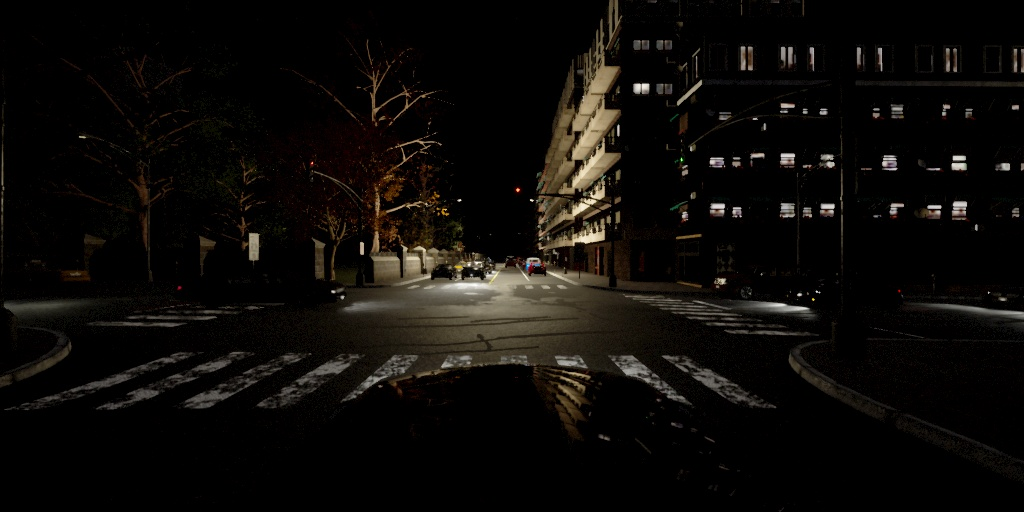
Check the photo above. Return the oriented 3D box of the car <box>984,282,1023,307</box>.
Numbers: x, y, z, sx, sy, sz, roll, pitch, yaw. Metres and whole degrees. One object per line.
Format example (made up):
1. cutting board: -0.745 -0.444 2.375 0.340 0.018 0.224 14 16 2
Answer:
1. car: 24.950 1.764 16.555 4.674 1.442 1.812 1 0 -1

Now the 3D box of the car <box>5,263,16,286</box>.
1. car: -21.971 0.600 12.682 5.566 2.045 2.150 2 0 -1

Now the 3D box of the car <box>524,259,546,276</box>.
1. car: 2.527 1.314 36.893 1.888 1.381 4.507 0 0 0

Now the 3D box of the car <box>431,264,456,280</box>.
1. car: -5.827 1.330 31.223 1.948 1.339 4.313 0 0 0

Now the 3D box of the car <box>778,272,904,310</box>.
1. car: 15.113 1.624 16.410 4.181 1.385 1.994 1 0 -1

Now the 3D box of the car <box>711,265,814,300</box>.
1. car: 13.371 1.353 18.973 5.009 1.841 2.192 0 0 -1

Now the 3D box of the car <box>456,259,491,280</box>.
1. car: -3.230 1.255 31.052 2.128 1.511 4.902 0 0 0

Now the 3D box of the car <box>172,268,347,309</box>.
1. car: -9.271 1.168 13.579 5.357 1.411 2.033 1 0 -11

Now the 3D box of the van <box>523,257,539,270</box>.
1. van: 2.500 1.115 42.523 1.690 1.789 3.998 0 0 0

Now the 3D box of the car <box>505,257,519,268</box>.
1. car: -0.183 1.328 61.737 1.812 1.442 4.674 0 0 0

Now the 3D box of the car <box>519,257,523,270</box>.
1. car: 2.447 1.229 53.783 1.967 1.591 4.097 0 0 0

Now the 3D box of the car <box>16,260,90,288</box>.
1. car: -24.819 0.882 18.428 4.829 1.417 1.751 0 0 -1

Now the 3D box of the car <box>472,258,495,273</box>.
1. car: -3.280 1.278 41.351 1.837 1.490 4.892 0 0 0

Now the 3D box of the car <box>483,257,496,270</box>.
1. car: -3.323 1.278 51.763 2.128 1.511 4.902 0 0 0
